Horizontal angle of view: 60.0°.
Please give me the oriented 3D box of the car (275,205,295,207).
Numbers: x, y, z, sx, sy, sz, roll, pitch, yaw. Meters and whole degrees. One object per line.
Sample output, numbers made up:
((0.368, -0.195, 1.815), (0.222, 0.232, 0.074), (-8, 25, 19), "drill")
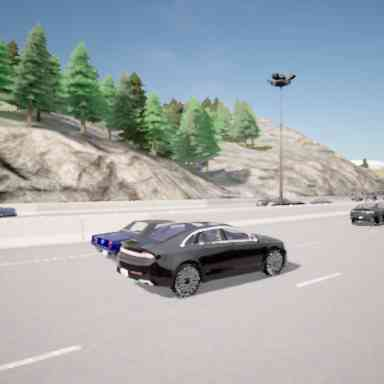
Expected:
((13.416, 1.670, 44.550), (1.895, 1.301, 4.718), (0, 0, 42), "car")

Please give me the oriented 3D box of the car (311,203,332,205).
((16.307, 1.610, 42.524), (2.033, 1.411, 5.357), (0, 0, 42), "car")

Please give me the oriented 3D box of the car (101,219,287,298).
((0.471, 1.508, 8.616), (4.902, 1.511, 2.128), (0, 0, -37), "car")

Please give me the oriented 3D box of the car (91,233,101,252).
((-0.996, 1.624, 11.874), (4.718, 1.301, 1.895), (0, 0, -38), "car")

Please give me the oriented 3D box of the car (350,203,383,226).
((13.083, 1.523, 23.944), (4.902, 1.511, 2.128), (0, 0, -43), "car")
